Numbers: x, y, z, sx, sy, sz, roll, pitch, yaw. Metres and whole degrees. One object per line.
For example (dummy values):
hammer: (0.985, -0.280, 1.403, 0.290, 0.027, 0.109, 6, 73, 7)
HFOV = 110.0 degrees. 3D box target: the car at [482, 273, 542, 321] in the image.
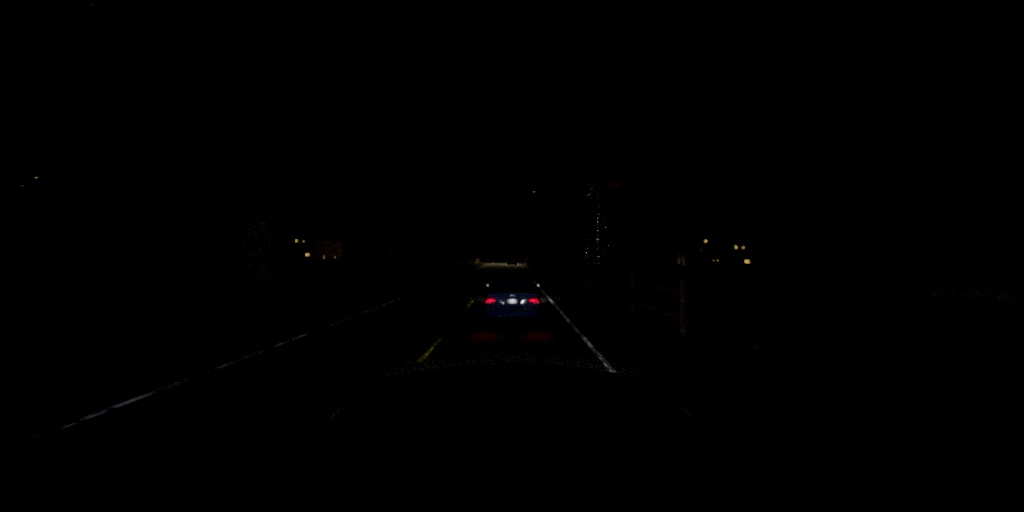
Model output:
car: (0.028, 1.303, 12.457, 2.033, 1.411, 5.357, 0, 0, 0)
